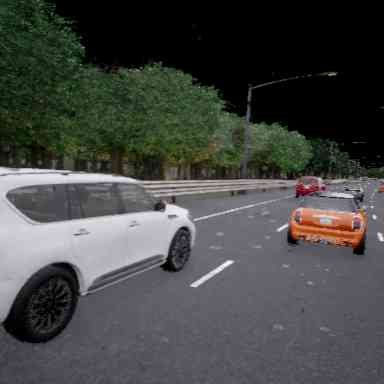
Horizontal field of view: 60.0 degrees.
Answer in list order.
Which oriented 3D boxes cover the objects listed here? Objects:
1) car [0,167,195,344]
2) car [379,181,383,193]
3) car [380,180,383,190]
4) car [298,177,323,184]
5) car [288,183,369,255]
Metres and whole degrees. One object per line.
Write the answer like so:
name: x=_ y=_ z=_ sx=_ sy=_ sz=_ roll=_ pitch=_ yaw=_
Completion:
car: x=-1.921 y=0.648 z=5.788 sx=2.150 sy=2.045 sz=5.566 roll=5 pitch=5 yaw=26
car: x=31.711 y=-0.668 z=54.191 sx=2.097 sy=1.767 sz=4.553 roll=6 pitch=5 yaw=29
car: x=42.805 y=-1.502 z=73.087 sx=2.150 sy=2.045 sz=5.566 roll=6 pitch=5 yaw=31
car: x=11.436 y=-0.408 z=31.724 sx=2.150 sy=2.045 sz=5.566 roll=6 pitch=5 yaw=28
car: x=4.743 y=0.773 z=11.291 sx=2.097 sy=1.767 sz=4.553 roll=5 pitch=5 yaw=27
